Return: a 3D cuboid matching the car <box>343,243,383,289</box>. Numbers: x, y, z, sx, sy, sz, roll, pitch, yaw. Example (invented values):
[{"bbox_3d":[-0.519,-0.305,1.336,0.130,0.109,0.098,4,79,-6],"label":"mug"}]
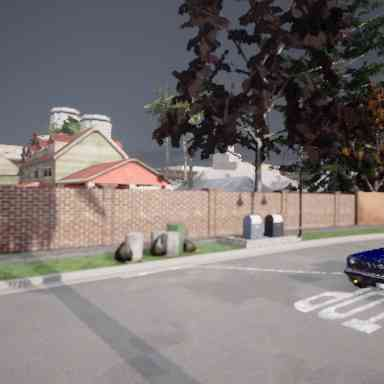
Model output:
[{"bbox_3d":[5.849,1.701,8.289,4.718,1.301,1.895,1,0,-35],"label":"car"}]
